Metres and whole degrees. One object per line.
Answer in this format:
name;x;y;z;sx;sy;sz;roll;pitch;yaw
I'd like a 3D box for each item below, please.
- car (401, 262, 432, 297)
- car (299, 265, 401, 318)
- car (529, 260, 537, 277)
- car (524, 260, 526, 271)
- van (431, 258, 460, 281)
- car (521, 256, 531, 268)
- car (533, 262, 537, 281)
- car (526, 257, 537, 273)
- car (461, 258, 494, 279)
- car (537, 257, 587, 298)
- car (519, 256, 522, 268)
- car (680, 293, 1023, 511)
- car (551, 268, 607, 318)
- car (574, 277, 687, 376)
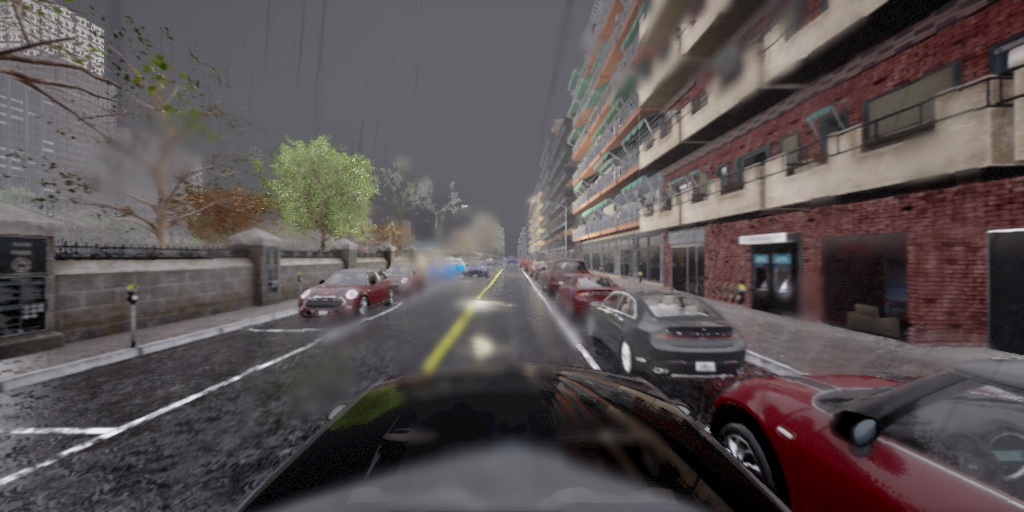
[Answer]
car;-5.688;1.192;18.432;1.967;1.591;4.097;0;0;0
car;-5.689;1.191;12.802;1.967;1.591;4.097;0;0;0
car;2.692;1.304;29.691;1.888;1.381;4.507;0;0;0
car;2.693;1.351;40.951;1.802;1.307;4.207;0;0;0
van;-5.689;1.099;29.692;1.690;1.789;3.998;0;0;0
car;2.693;1.091;46.581;2.192;1.841;5.009;0;0;0
car;2.692;1.305;24.062;2.007;1.370;4.403;0;0;0
car;2.693;1.203;35.320;1.967;1.591;4.097;0;0;0
car;-3.092;1.113;32.713;2.097;1.767;4.553;0;0;0
car;2.692;1.067;18.431;2.192;1.841;5.009;0;0;0
car;2.396;1.029;62.322;2.150;2.045;5.566;0;0;0
car;2.691;1.190;1.541;1.967;1.591;4.097;0;0;0
car;2.691;1.296;12.801;1.888;1.381;4.507;0;0;0
car;2.691;1.301;7.171;2.007;1.370;4.403;0;0;0
